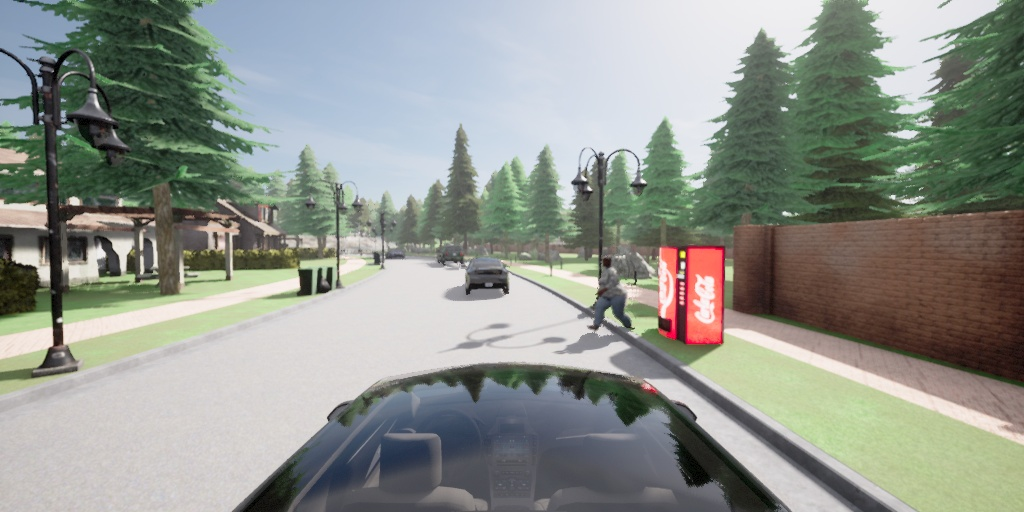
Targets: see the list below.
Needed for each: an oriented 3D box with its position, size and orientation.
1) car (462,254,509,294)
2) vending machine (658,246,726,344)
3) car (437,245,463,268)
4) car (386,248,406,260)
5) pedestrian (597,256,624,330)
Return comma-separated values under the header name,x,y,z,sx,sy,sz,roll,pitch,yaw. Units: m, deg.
name,x,y,z,sx,sy,sz,roll,pitch,yaw
car,-1.250,0.818,16.548,1.837,1.490,4.892,0,2,-8
vending machine,3.672,0.774,7.459,1.100,2.100,0.880,0,0,-4
car,-6.618,-0.102,38.237,2.150,2.045,5.566,-1,2,-19
car,-17.149,-0.399,52.904,2.097,1.767,4.553,-1,2,-28
pedestrian,2.214,0.855,8.071,0.375,1.860,0.375,0,2,-4
